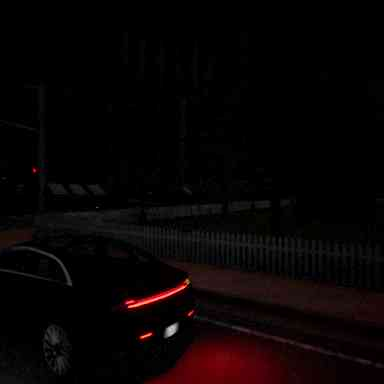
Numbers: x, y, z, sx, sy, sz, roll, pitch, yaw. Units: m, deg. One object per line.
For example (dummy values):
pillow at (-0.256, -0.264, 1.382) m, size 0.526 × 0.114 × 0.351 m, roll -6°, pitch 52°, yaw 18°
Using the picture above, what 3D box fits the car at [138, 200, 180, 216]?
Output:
car at (-3.066, 1.533, 33.070) m, size 2.033 × 1.411 × 5.357 m, roll 0°, pitch 0°, yaw 34°

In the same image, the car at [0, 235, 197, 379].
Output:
car at (-2.219, 1.488, 5.522) m, size 4.902 × 1.511 × 2.128 m, roll 0°, pitch 0°, yaw 36°

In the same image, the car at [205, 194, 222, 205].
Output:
car at (4.135, 1.546, 56.434) m, size 1.994 × 1.385 × 4.181 m, roll 0°, pitch 0°, yaw 34°

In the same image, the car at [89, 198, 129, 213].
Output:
car at (-9.134, 1.486, 36.893) m, size 1.837 × 1.490 × 4.892 m, roll 0°, pitch 0°, yaw 34°
